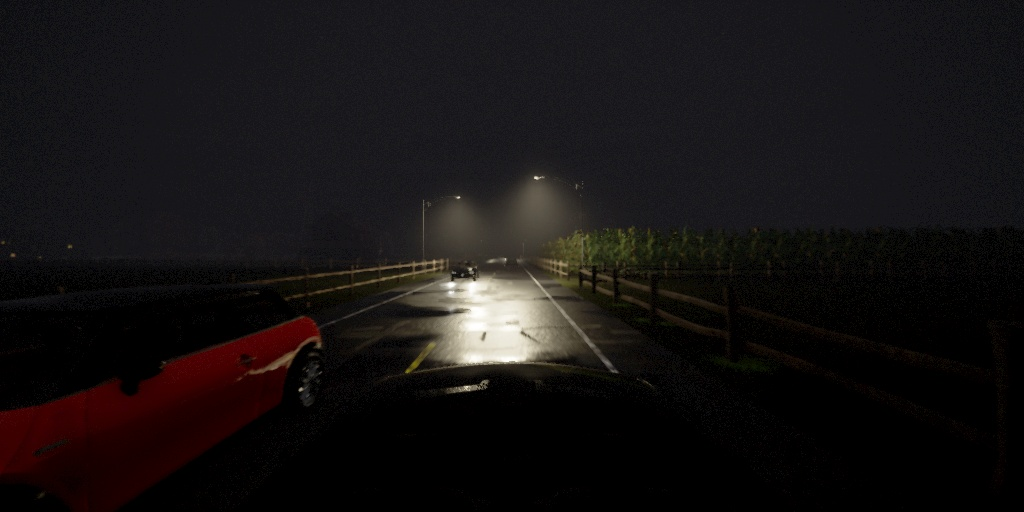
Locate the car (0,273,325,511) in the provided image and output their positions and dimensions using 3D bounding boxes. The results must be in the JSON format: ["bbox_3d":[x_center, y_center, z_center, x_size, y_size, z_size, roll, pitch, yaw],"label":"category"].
[{"bbox_3d":[-3.589,1.096,2.957,2.097,1.767,4.553,0,0,0],"label":"car"}]

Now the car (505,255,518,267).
[{"bbox_3d":[-0.027,0.968,56.929,1.994,1.385,4.181,0,0,0],"label":"car"}]

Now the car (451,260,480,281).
[{"bbox_3d":[-3.513,1.110,27.788,1.837,1.490,4.892,0,0,0],"label":"car"}]
